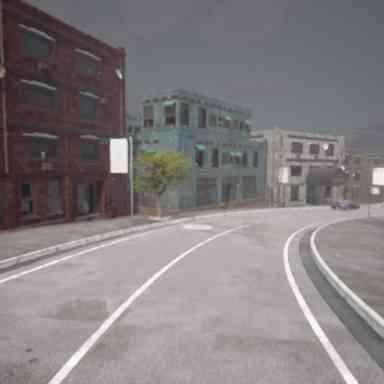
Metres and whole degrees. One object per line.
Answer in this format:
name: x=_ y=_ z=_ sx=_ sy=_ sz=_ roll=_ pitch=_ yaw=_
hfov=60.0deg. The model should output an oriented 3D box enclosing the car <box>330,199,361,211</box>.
car: x=20.784 y=1.730 z=44.807 sx=5.357 sy=1.411 sz=2.033 roll=1 pitch=3 yaw=-40
